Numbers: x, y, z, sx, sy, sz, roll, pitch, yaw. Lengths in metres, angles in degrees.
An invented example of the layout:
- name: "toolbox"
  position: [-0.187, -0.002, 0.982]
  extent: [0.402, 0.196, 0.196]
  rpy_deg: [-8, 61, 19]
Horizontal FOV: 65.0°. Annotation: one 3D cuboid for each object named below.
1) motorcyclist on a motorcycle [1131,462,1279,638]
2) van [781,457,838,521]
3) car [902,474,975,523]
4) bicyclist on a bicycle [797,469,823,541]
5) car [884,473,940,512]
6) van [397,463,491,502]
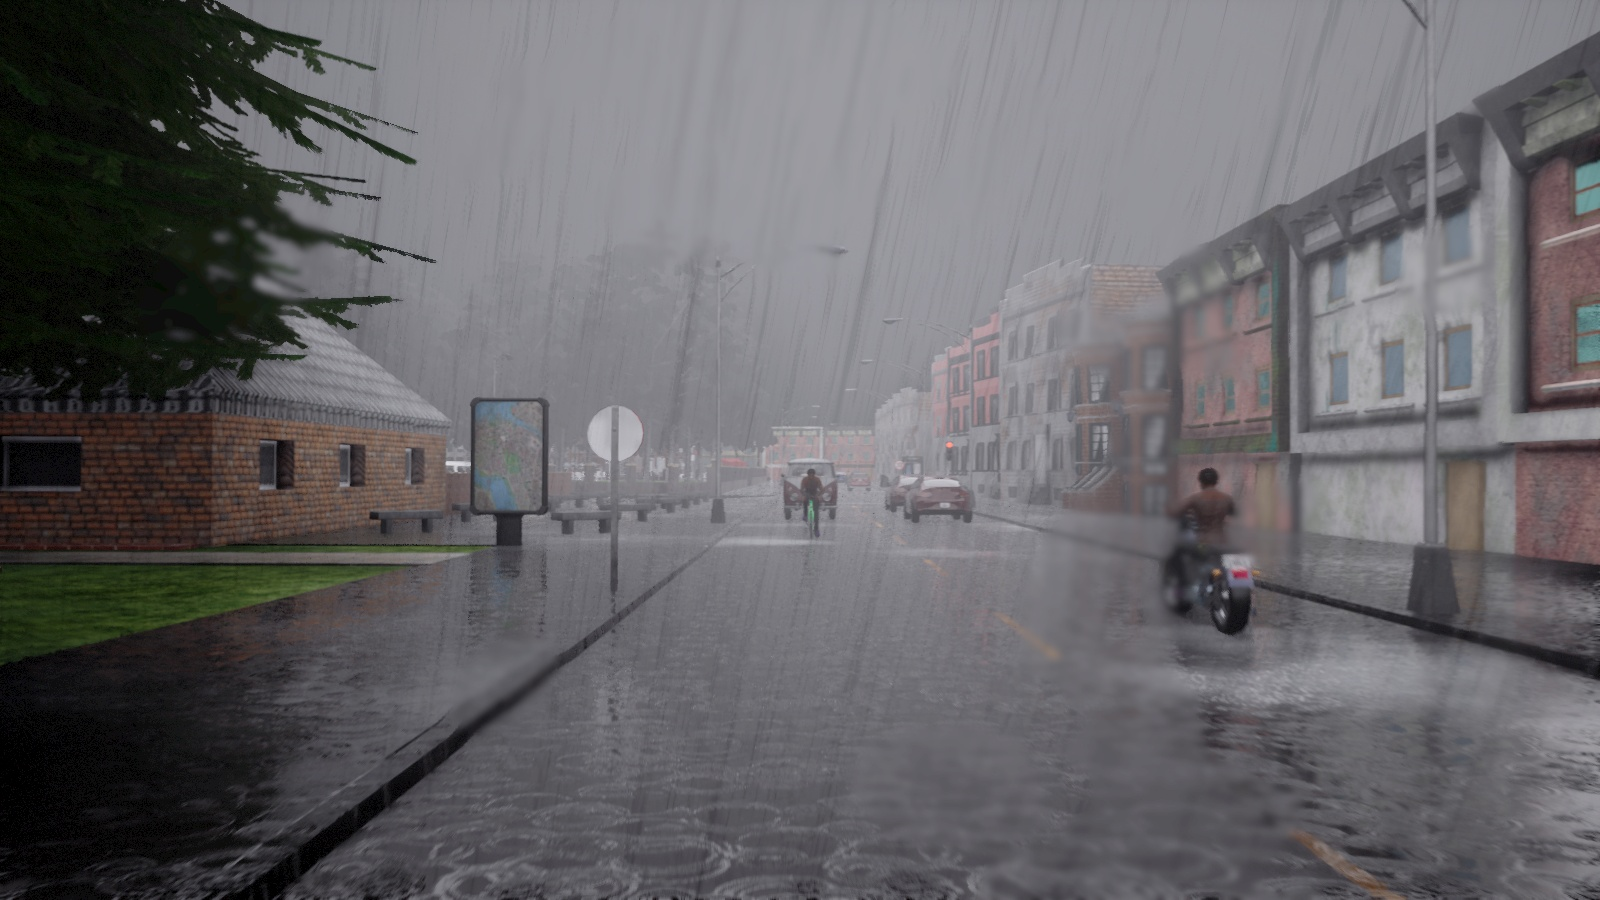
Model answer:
- name: "motorcyclist on a motorcycle"
  position: [4.126, 0.964, 13.014]
  extent: [0.766, 1.649, 2.350]
  rpy_deg: [0, -1, 0]
- name: "van"
  position: [0.321, 1.263, 41.667]
  extent: [1.775, 1.987, 4.442]
  rpy_deg: [0, -1, 1]
- name: "car"
  position: [4.306, 1.485, 39.720]
  extent: [1.812, 1.442, 4.674]
  rpy_deg: [0, -1, 0]
- name: "bicyclist on a bicycle"
  position: [0.245, 1.255, 29.236]
  extent: [0.582, 1.620, 1.656]
  rpy_deg: [0, -1, 1]
- name: "car"
  position: [4.355, 1.648, 49.496]
  extent: [1.812, 1.442, 4.674]
  rpy_deg: [0, -1, 0]
- name: "van"
  position: [-19.254, 1.764, 68.077]
  extent: [4.480, 2.038, 2.069]
  rpy_deg: [0, -1, 0]
